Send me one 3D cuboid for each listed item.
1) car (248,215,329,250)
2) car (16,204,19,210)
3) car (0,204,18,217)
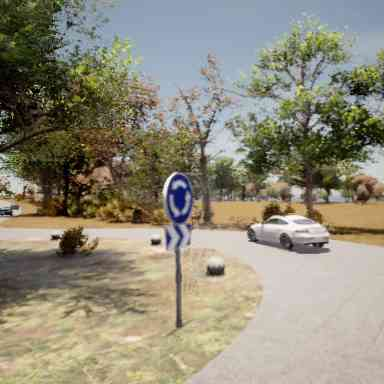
[{"bbox_3d":[4.424,1.828,15.842,1.812,1.442,4.674,0,-2,-20],"label":"car"},{"bbox_3d":[-44.063,3.615,82.847,2.128,1.511,4.902,0,1,-29],"label":"car"},{"bbox_3d":[-30.930,3.314,55.524,2.128,1.511,4.902,-2,-1,-23],"label":"car"}]
